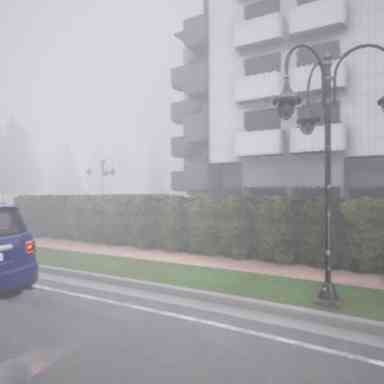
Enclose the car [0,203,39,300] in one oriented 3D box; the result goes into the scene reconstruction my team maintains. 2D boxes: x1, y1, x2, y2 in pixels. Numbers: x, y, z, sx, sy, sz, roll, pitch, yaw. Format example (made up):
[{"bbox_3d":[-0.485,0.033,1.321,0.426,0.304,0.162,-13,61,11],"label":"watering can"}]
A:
[{"bbox_3d":[-5.665,1.221,6.999,5.566,2.045,2.150,0,0,30],"label":"car"}]
